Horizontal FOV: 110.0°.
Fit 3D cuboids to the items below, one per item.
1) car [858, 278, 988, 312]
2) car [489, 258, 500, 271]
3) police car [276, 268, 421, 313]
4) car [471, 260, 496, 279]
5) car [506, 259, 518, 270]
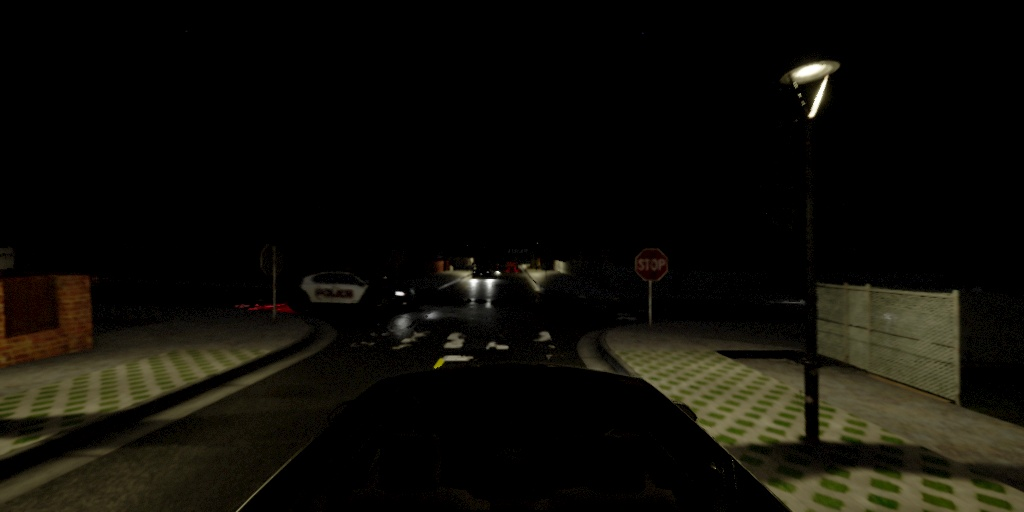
[{"bbox_3d":[18.587,1.709,16.332,4.674,1.442,1.812,0,0,1],"label":"car"},{"bbox_3d":[-2.812,1.246,52.894,2.097,1.767,4.553,0,0,0],"label":"car"},{"bbox_3d":[-6.055,1.259,13.628,4.974,1.542,2.038,2,0,0],"label":"police car"},{"bbox_3d":[-2.839,1.414,35.444,1.837,1.490,4.892,0,0,0],"label":"car"},{"bbox_3d":[0.006,1.362,57.959,1.882,1.535,5.008,0,0,0],"label":"car"}]
